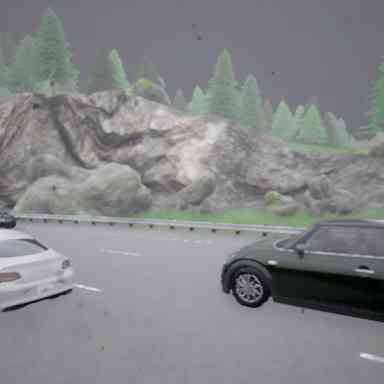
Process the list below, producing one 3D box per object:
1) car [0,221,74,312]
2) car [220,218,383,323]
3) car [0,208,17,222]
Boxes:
[{"bbox_3d":[-4.452,1.515,7.000,4.674,1.442,1.812,0,0,33],"label":"car"},{"bbox_3d":[2.781,1.268,6.244,4.553,1.767,2.097,0,1,35],"label":"car"},{"bbox_3d":[-12.371,1.541,19.671,4.181,1.385,1.994,0,1,28],"label":"car"}]
